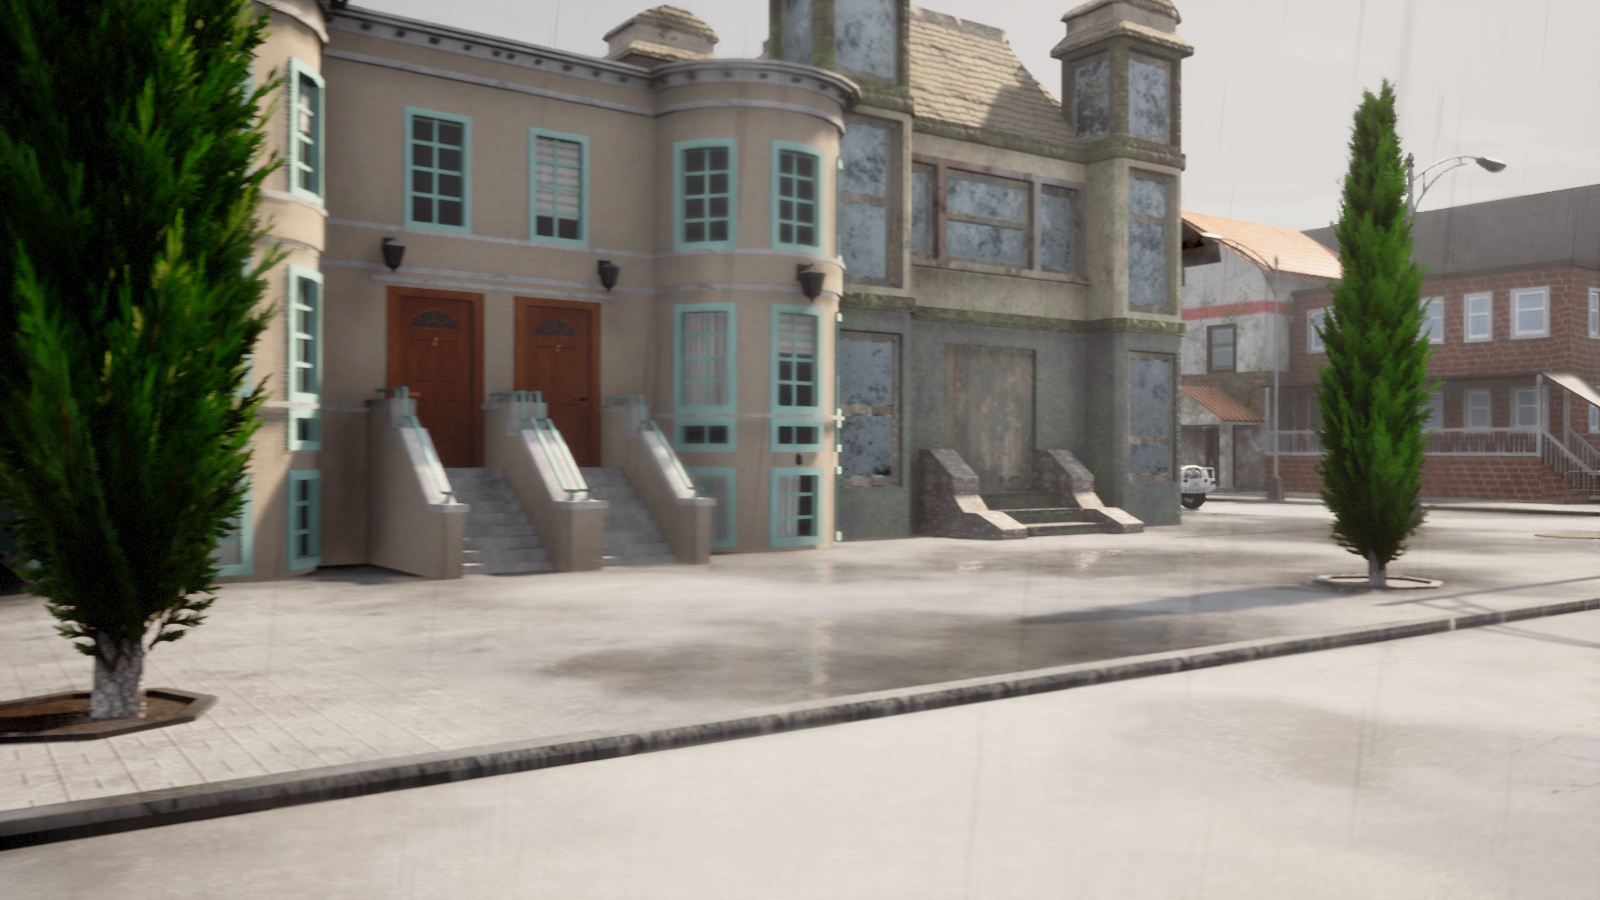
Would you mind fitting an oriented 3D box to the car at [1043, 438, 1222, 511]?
[{"bbox_3d":[9.001,0.627,34.408,1.932,1.855,4.605,0,0,-34],"label":"car"}]

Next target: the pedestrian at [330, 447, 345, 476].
[{"bbox_3d":[-28.789,0.707,78.175,0.634,1.844,0.899,0,0,-36],"label":"pedestrian"}]
